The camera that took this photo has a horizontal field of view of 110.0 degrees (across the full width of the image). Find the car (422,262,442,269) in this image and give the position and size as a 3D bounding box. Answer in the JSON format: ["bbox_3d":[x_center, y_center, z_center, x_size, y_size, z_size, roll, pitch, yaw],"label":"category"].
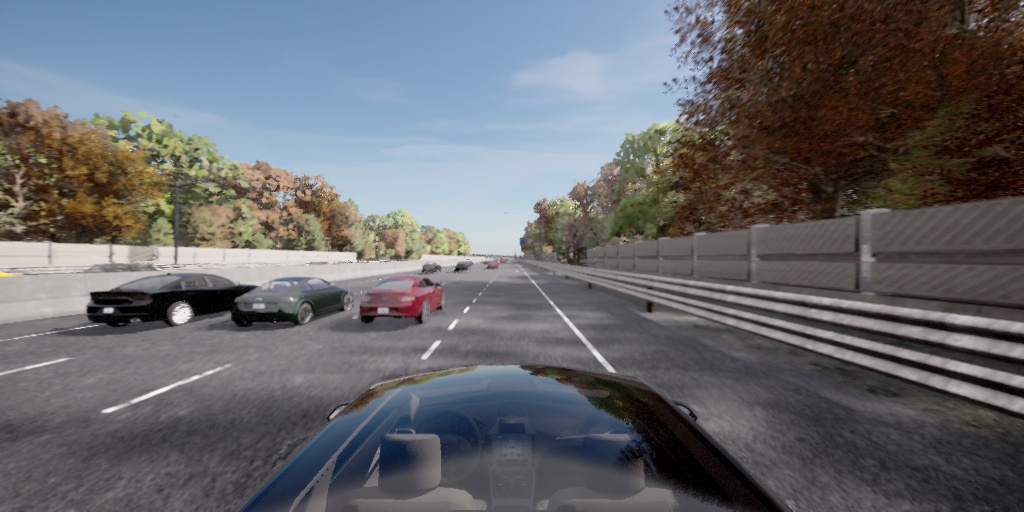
[{"bbox_3d":[-10.480,1.494,47.031,2.128,1.511,4.902,0,0,0],"label":"car"}]

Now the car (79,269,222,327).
[{"bbox_3d":[-10.492,1.281,11.798,1.882,1.535,5.008,0,0,0],"label":"car"}]

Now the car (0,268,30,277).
[{"bbox_3d":[-28.048,1.307,17.740,1.882,1.535,5.008,0,-1,0],"label":"car"}]

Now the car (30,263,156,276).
[{"bbox_3d":[-21.049,1.189,18.793,2.097,1.767,4.553,0,0,0],"label":"car"}]

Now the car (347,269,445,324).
[{"bbox_3d":[-3.498,1.333,12.052,1.812,1.442,4.674,0,0,0],"label":"car"}]

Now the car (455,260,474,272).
[{"bbox_3d":[-6.979,1.535,51.398,1.837,1.490,4.892,0,0,0],"label":"car"}]

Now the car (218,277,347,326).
[{"bbox_3d":[-6.995,1.369,11.916,1.994,1.385,4.181,0,0,0],"label":"car"}]

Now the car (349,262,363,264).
[{"bbox_3d":[-24.488,1.625,58.882,1.994,1.385,4.181,0,0,0],"label":"car"}]

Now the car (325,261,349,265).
[{"bbox_3d":[-27.985,1.569,58.819,2.128,1.511,4.902,0,0,0],"label":"car"}]

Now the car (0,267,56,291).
[{"bbox_3d":[-31.517,1.396,21.272,2.033,1.411,5.357,0,0,1],"label":"car"}]
